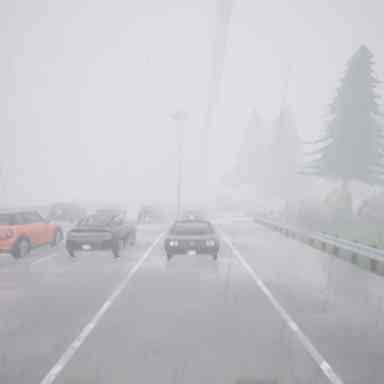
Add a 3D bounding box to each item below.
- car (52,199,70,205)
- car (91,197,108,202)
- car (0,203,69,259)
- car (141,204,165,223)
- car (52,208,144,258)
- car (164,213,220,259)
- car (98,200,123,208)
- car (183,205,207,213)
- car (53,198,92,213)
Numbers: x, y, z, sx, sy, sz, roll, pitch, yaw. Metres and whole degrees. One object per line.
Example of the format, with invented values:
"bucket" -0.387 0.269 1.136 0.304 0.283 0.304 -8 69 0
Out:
"car" -31.575 2.428 80.365 2.033 1.411 5.357 0 -1 1
"car" -21.130 2.089 78.095 2.150 2.045 5.566 0 -1 0
"car" -6.982 1.501 13.406 2.097 1.767 4.553 0 -1 0
"car" -3.498 1.824 28.514 1.837 1.490 4.892 0 0 0
"car" -3.482 1.643 13.481 2.128 1.511 4.902 0 0 0
"car" 0.014 1.749 13.226 1.895 1.301 4.718 0 -1 0
"car" -6.993 1.802 29.264 1.882 1.535 5.008 0 0 0
"car" 0.267 1.846 28.884 1.812 1.442 4.674 0 0 7
"car" -10.498 1.666 28.419 2.097 1.767 4.553 0 -1 0
